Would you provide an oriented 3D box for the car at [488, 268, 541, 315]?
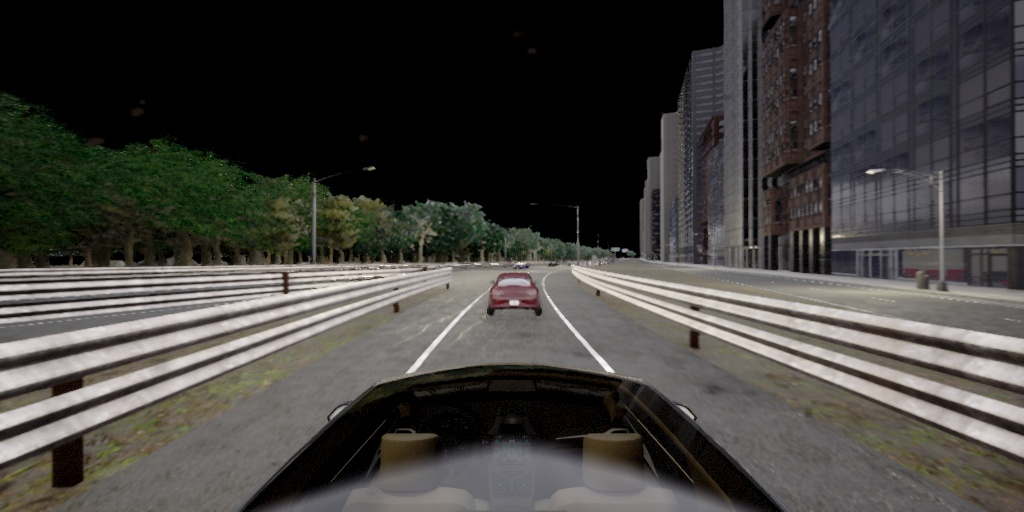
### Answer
[{"bbox_3d":[0.112,1.356,13.887,1.812,1.442,4.674,0,0,1],"label":"car"}]

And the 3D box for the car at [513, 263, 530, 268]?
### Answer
[{"bbox_3d":[1.758,1.857,63.704,1.895,1.301,4.718,0,-1,18],"label":"car"}]

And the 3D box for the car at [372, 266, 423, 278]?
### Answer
[{"bbox_3d":[-9.338,1.481,29.803,1.895,1.301,4.718,0,-1,18],"label":"car"}]
